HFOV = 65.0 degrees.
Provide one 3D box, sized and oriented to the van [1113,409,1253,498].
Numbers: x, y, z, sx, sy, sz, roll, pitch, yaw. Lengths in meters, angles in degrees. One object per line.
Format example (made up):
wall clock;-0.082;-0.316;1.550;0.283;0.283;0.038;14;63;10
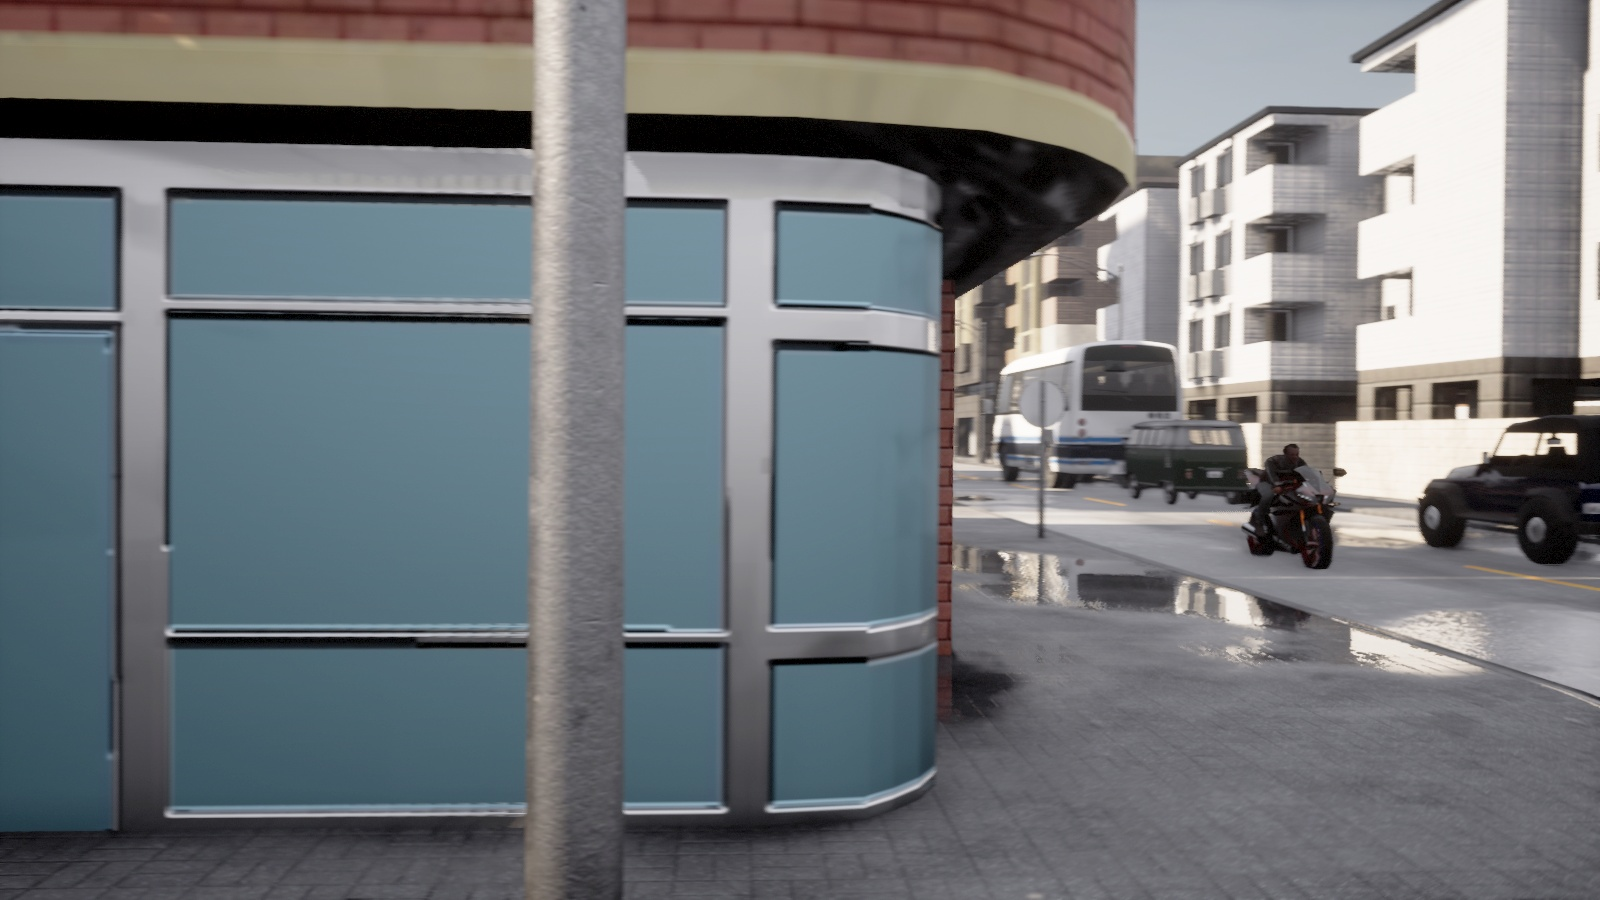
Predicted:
van;9.181;0.056;30.490;1.775;1.987;4.442;-1;1;-4

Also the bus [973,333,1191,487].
bus;8.595;-1.187;40.155;3.944;4.253;10.273;-1;1;-4

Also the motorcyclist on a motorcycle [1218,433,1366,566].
motorcyclist on a motorcycle;6.092;0.562;15.698;0.866;1.530;2.191;-1;1;-4

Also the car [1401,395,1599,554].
car;10.030;0.260;16.821;1.905;1.878;3.866;-1;1;-4
